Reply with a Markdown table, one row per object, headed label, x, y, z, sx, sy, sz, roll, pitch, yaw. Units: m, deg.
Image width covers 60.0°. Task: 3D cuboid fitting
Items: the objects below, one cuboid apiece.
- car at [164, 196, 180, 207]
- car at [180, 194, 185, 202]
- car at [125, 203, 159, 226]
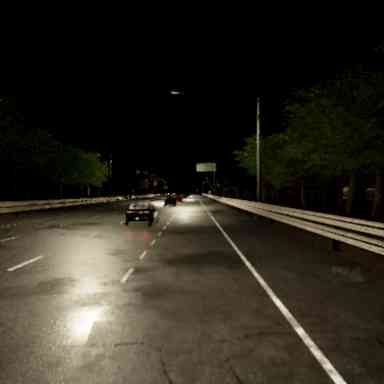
| label | x | y | z | sx | sy | sz | roll | pitch | yaw |
| --- | --- | --- | --- | --- | --- | --- | --- | --- | --- |
| car | -3.365 | 1.540 | 53.260 | 1.837 | 1.490 | 4.892 | 0 | 0 | 0 |
| car | -3.195 | 1.577 | 78.443 | 1.812 | 1.442 | 4.674 | 0 | 0 | 0 |
| car | -3.478 | 1.499 | 23.542 | 2.128 | 1.511 | 4.902 | 0 | 0 | 0 |
